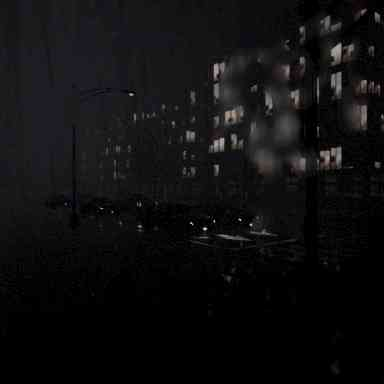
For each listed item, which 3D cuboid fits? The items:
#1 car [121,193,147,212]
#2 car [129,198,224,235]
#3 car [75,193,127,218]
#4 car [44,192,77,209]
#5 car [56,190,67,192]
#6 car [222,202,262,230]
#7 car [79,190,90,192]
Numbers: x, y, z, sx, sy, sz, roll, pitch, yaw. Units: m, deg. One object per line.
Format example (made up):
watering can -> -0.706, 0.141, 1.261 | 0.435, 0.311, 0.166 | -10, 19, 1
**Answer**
car -> -4.613, 0.912, 27.468 | 2.097, 1.767, 4.553 | 0, 1, -38
car -> -1.030, 1.292, 17.668 | 2.033, 1.411, 5.357 | 0, 1, -38
car -> -7.043, 1.093, 25.294 | 1.812, 1.442, 4.674 | 0, 1, -38
car -> -13.242, 0.947, 33.194 | 1.994, 1.385, 4.181 | 0, 1, -38
car -> -25.406, 0.300, 64.824 | 1.812, 1.442, 4.674 | 0, 1, -38
car -> 1.576, 1.289, 19.667 | 2.033, 1.411, 5.357 | 0, 1, -36
car -> -18.076, 0.485, 55.471 | 2.128, 1.511, 4.902 | 0, 1, -38
